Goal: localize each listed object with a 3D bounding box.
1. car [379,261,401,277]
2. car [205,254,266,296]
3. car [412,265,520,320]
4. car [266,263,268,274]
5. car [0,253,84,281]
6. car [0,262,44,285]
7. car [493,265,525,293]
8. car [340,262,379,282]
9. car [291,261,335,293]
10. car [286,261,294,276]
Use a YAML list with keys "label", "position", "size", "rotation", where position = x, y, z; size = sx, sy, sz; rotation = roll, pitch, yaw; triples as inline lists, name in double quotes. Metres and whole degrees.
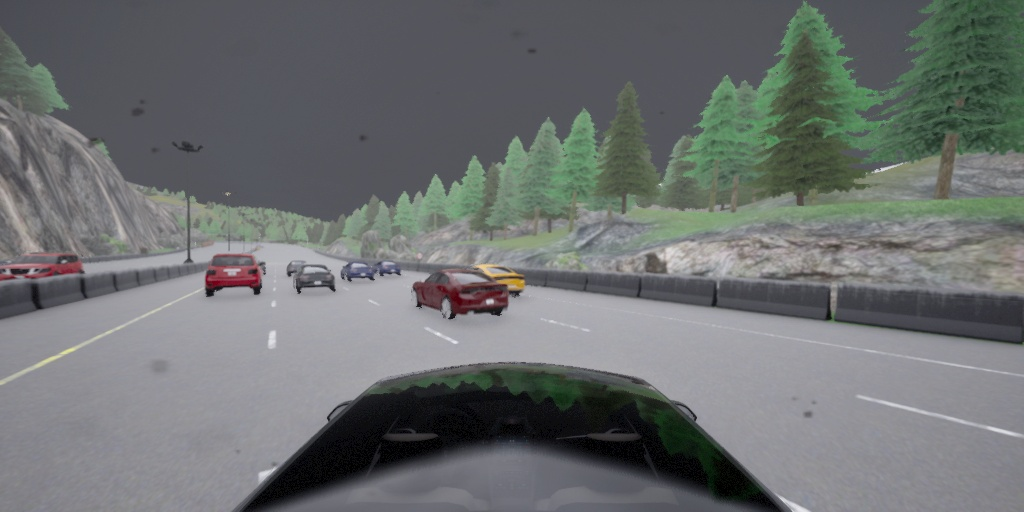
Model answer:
- label: "car"
  position: [-11.991, 1.160, 34.234]
  size: [1.812, 1.442, 4.674]
  rotation: [0, 0, -33]
- label: "car"
  position: [-14.514, 0.894, 18.956]
  size: [2.150, 2.045, 5.566]
  rotation: [0, 0, -33]
- label: "car"
  position: [-2.006, 1.193, 12.668]
  size: [1.882, 1.535, 5.008]
  rotation: [0, 0, -33]
- label: "car"
  position: [-24.580, 1.097, 34.272]
  size: [2.128, 1.511, 4.902]
  rotation: [0, 0, -33]
- label: "car"
  position: [-29.934, 0.846, 22.964]
  size: [2.150, 2.045, 5.566]
  rotation: [0, 0, -33]
- label: "car"
  position: [-35.157, 1.157, 24.579]
  size: [2.033, 1.411, 5.357]
  rotation: [0, 0, -33]
- label: "car"
  position: [-1.324, 1.180, 18.003]
  size: [1.882, 1.535, 5.008]
  rotation: [0, 0, -33]
- label: "car"
  position: [-12.097, 1.177, 28.022]
  size: [1.812, 1.442, 4.674]
  rotation: [0, 0, -33]
- label: "car"
  position: [-11.232, 1.199, 20.333]
  size: [1.812, 1.442, 4.674]
  rotation: [0, 0, -33]
- label: "car"
  position: [-20.649, 1.162, 34.661]
  size: [2.033, 1.411, 5.357]
  rotation: [0, 0, -33]
